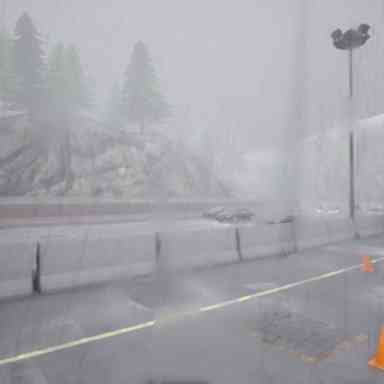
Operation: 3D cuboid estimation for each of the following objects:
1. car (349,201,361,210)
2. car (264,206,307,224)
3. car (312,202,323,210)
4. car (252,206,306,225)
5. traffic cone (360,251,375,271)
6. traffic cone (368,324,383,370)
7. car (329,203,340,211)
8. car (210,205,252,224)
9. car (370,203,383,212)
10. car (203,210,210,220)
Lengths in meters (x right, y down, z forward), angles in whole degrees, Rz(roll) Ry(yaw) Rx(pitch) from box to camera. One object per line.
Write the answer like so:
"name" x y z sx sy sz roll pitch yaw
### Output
"car" 32.690 2.705 66.806 2.097 1.767 4.553 0 -1 25
"car" 8.995 2.128 31.752 1.882 1.535 5.008 -1 -2 42
"car" 26.449 2.945 69.978 2.128 1.511 4.902 0 -1 25
"car" 6.680 2.025 24.332 4.674 1.442 1.812 1 -2 -45
"traffic cone" 5.557 2.177 10.538 0.340 0.580 0.340 1 -1 -38
"traffic cone" 2.629 2.053 4.504 0.340 0.580 0.340 1 -1 -38
"car" 27.765 2.852 64.672 2.128 1.511 4.902 -1 -1 27
"car" 4.288 2.152 31.865 1.837 1.490 4.892 -1 -1 44
"car" 31.922 2.715 57.575 1.812 1.442 4.674 0 -1 29
"car" 3.203 2.203 35.795 1.882 1.535 5.008 -1 -1 42
